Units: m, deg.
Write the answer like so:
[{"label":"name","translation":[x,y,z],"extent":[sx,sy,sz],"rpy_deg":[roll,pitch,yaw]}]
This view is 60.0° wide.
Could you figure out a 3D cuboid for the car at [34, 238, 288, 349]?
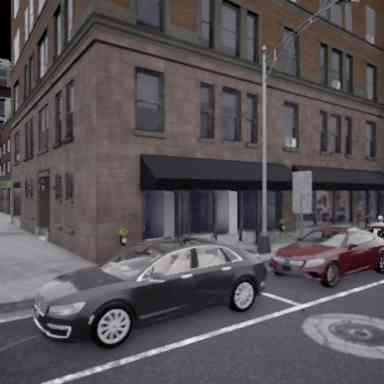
[{"label":"car","translation":[-0.501,1.579,6.186],"extent":[4.403,1.369,2.008],"rpy_deg":[1,-1,-36]}]

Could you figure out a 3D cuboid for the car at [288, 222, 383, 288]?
[{"label":"car","translation":[4.044,1.663,9.429],"extent":[4.206,1.307,1.802],"rpy_deg":[1,-1,-36]}]

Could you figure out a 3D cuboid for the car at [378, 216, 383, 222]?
[{"label":"car","translation":[8.587,1.450,12.676],"extent":[5.009,1.841,2.192],"rpy_deg":[1,-1,-36]}]
